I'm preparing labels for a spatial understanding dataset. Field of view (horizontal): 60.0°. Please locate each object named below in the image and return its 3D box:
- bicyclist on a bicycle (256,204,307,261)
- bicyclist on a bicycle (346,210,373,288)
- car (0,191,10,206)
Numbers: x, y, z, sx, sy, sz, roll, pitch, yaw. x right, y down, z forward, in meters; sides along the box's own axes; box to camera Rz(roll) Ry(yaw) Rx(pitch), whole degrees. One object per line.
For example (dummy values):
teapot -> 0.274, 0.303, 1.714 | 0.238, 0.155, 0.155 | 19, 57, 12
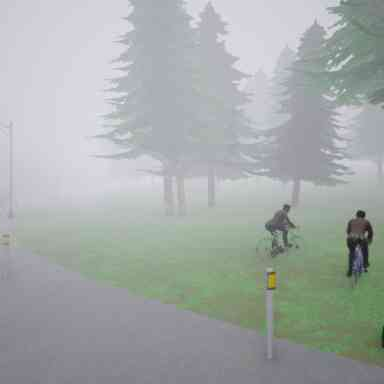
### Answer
bicyclist on a bicycle -> 2.605, 1.172, 9.628 | 1.656, 1.620, 0.582 | -2, 2, -16
bicyclist on a bicycle -> 3.768, 1.248, 7.497 | 0.582, 1.620, 1.656 | 1, 3, 37
car -> -22.589, 0.624, 38.719 | 2.097, 1.767, 4.553 | 0, 3, -13
